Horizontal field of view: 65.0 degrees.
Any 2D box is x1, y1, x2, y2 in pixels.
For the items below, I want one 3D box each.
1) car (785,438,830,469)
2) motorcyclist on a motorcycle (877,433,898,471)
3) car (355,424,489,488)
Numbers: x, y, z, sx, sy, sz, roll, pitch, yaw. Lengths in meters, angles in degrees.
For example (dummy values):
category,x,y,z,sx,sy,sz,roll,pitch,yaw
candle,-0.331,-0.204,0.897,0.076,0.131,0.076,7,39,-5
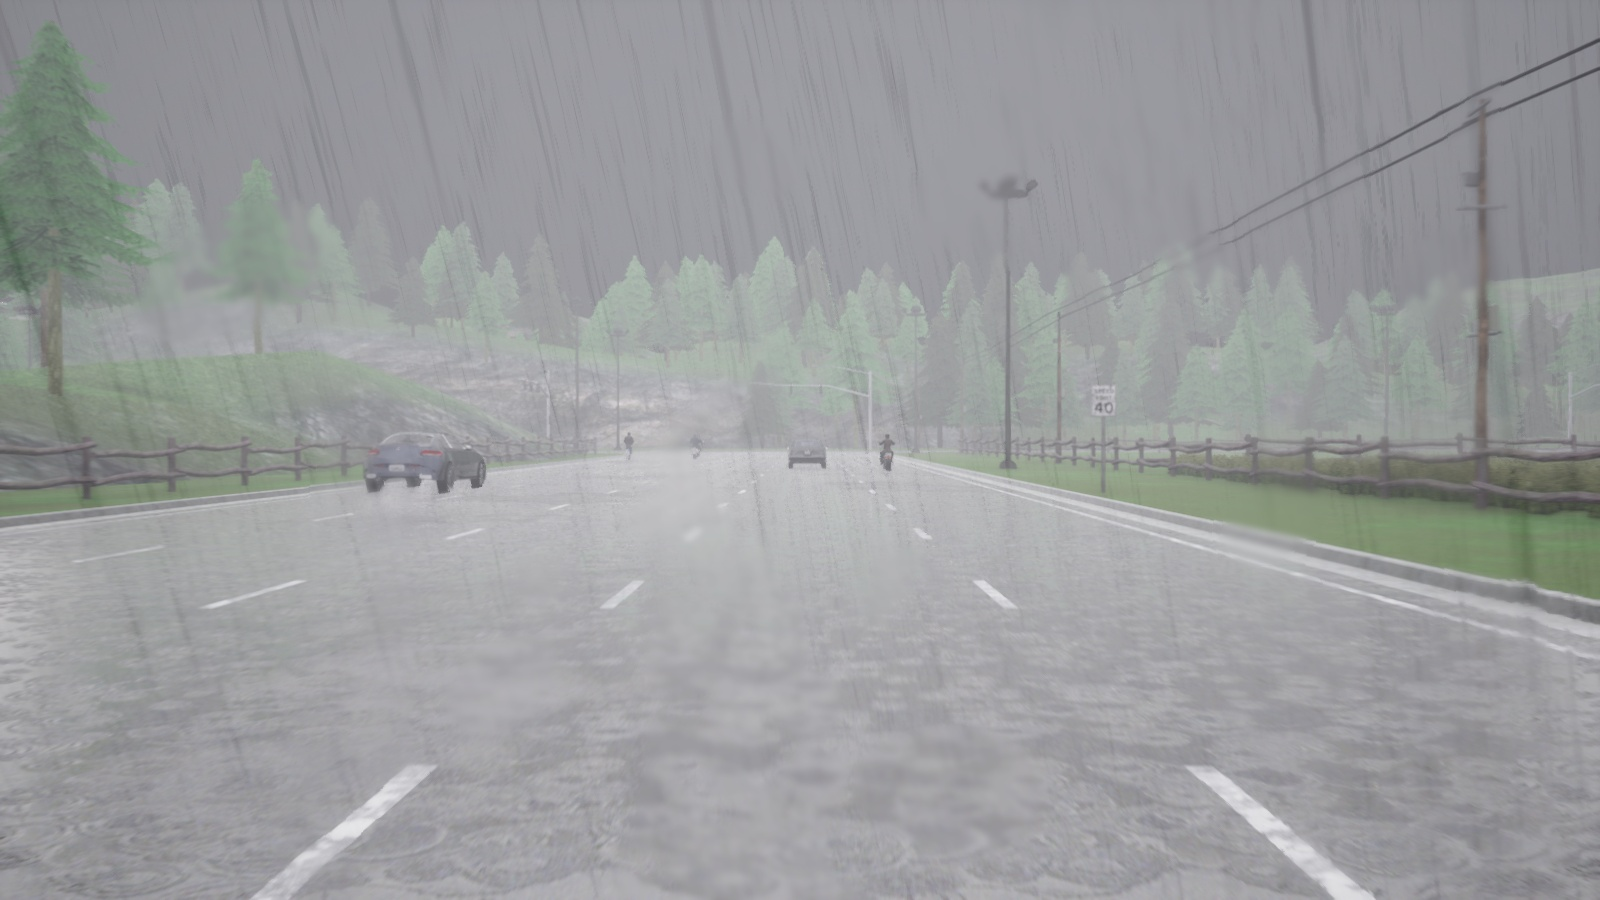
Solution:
category,x,y,z,sx,sy,sz,roll,pitch,yaw
car,0.349,0.116,60.134,2.033,1.411,5.357,0,1,0
motorcyclist on a motorcycle,3.820,0.080,54.905,0.766,1.649,2.350,0,0,0
car,-10.292,0.125,34.667,2.152,1.651,5.027,0,1,0
